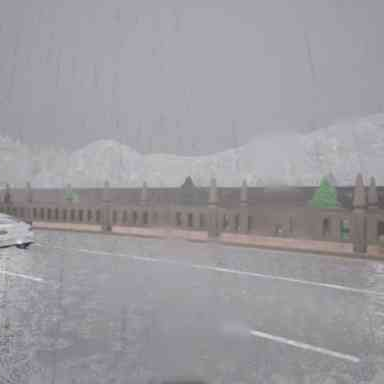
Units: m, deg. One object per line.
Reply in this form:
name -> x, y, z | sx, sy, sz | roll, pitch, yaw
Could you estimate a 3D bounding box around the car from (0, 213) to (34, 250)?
car -> -8.127, 1.531, 12.895 | 4.674, 1.442, 1.812 | 0, 0, 29
